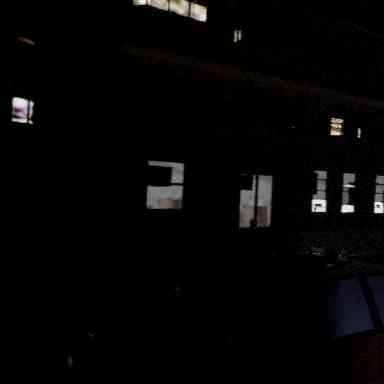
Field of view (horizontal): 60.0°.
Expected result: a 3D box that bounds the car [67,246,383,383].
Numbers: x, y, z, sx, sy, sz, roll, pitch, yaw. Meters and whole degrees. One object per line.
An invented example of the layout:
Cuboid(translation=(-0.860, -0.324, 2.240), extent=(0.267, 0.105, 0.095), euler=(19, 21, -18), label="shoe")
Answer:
Cuboid(translation=(1.405, 1.519, 4.007), extent=(5.357, 1.411, 2.033), euler=(1, 1, -25), label="car")
